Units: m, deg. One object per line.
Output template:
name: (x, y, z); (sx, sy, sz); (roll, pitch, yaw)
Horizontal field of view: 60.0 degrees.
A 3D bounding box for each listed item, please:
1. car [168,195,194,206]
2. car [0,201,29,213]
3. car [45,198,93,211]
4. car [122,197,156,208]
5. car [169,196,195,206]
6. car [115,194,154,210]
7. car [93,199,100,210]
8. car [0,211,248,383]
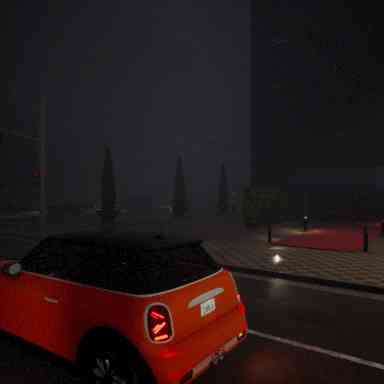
car: (-1.862, 1.352, 57.133); (2.097, 1.767, 4.553); (0, 0, 36)
car: (-19.107, 1.601, 33.357); (1.895, 1.301, 4.718); (0, 0, 36)
car: (-13.323, 1.601, 35.381); (1.895, 1.301, 4.718); (0, 0, 36)
car: (-7.753, 1.492, 49.039); (2.128, 1.511, 4.902); (0, 0, 36)
car: (-1.404, 1.526, 51.820); (1.812, 1.442, 4.674); (0, 0, 36)
car: (-7.595, 1.221, 43.291); (2.150, 2.045, 5.566); (0, 0, 36)
car: (-13.648, 1.491, 40.902); (2.128, 1.511, 4.902); (0, 0, 36)
car: (-1.544, 1.352, 5.095); (4.553, 1.767, 2.097); (0, 0, 36)
